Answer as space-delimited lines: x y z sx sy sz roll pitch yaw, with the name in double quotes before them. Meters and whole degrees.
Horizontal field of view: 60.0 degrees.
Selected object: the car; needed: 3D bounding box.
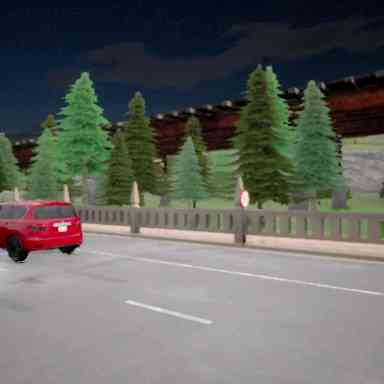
"car" -6.569 1.359 12.864 5.566 2.045 2.150 0 0 36
